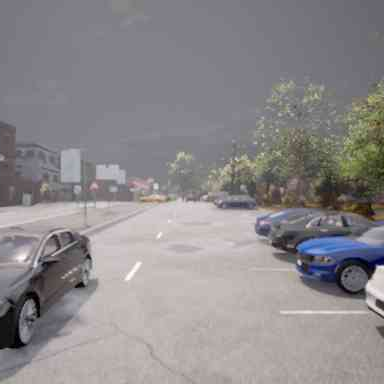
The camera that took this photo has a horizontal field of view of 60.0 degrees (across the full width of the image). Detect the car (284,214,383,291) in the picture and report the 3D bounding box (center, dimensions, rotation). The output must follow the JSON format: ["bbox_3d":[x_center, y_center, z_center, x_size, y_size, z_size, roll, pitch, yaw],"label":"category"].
[{"bbox_3d":[5.093,1.431,8.052,5.008,1.535,2.097,0,0,0],"label":"car"}]

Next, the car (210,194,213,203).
[{"bbox_3d":[5.058,1.272,42.107,4.674,1.452,2.002,0,0,0],"label":"car"}]

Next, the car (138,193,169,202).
[{"bbox_3d":[-7.544,1.251,63.444,5.366,1.575,1.946,0,-1,0],"label":"car"}]

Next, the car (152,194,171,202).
[{"bbox_3d":[-7.514,1.466,81.543,4.553,1.767,2.185,0,-1,-1],"label":"car"}]

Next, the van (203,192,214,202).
[{"bbox_3d":[4.797,1.026,62.902,4.442,1.987,1.878,0,-1,0],"label":"van"}]

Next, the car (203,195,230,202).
[{"bbox_3d":[5.054,1.316,68.357,5.366,1.575,1.946,0,-1,0],"label":"car"}]

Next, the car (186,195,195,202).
[{"bbox_3d":[-0.262,1.403,72.426,1.837,1.490,4.892,0,-1,-1],"label":"car"}]

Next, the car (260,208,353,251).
[{"bbox_3d":[5.083,1.413,11.325,4.892,1.521,2.231,0,0,0],"label":"car"}]

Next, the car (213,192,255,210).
[{"bbox_3d":[5.130,1.123,38.936,4.553,1.767,2.185,0,0,0],"label":"car"}]

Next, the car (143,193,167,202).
[{"bbox_3d":[-7.353,1.162,66.365,4.553,1.767,2.185,0,-1,0],"label":"car"}]

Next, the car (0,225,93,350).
[{"bbox_3d":[-3.293,1.453,6.263,2.128,1.511,4.902,0,0,-1],"label":"car"}]

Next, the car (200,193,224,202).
[{"bbox_3d":[4.721,1.295,79.536,5.566,2.045,2.435,0,-1,-1],"label":"car"}]

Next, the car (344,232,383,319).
[{"bbox_3d":[5.084,1.490,4.904,4.674,1.452,2.002,0,0,0],"label":"car"}]

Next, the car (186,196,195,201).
[{"bbox_3d":[-0.370,1.643,82.548,1.895,1.301,4.718,0,-2,2],"label":"car"}]

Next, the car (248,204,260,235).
[{"bbox_3d":[5.087,1.433,14.602,4.674,1.452,2.002,0,0,0],"label":"car"}]

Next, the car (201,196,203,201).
[{"bbox_3d":[5.076,1.280,65.696,5.366,1.575,1.946,0,-1,0],"label":"car"}]
